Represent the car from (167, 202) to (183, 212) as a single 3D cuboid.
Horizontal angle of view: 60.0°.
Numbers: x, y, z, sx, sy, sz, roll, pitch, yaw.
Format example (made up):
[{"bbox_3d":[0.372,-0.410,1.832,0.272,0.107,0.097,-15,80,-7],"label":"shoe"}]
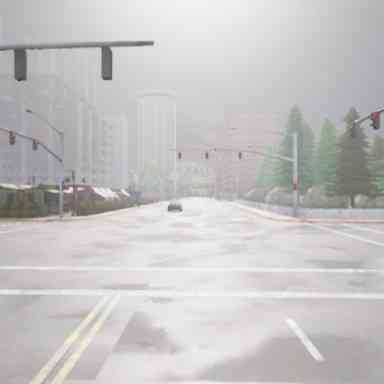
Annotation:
[{"bbox_3d":[-2.273,1.995,44.706,1.895,1.301,4.718,0,-1,2],"label":"car"}]
